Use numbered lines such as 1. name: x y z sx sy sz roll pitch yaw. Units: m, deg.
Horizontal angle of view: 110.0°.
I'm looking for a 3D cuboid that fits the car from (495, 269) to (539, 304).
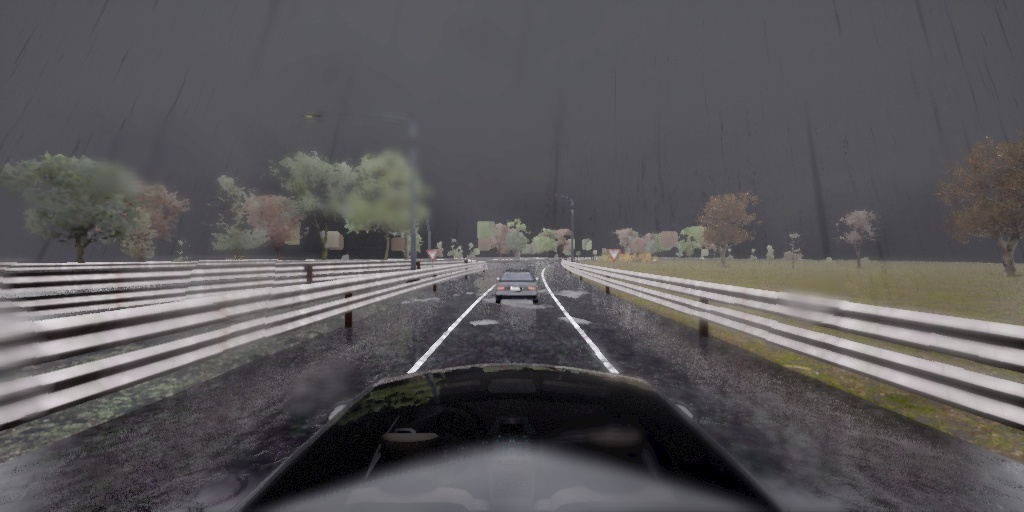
1. car: 0.248 1.316 16.419 2.033 1.411 5.357 0 0 2
